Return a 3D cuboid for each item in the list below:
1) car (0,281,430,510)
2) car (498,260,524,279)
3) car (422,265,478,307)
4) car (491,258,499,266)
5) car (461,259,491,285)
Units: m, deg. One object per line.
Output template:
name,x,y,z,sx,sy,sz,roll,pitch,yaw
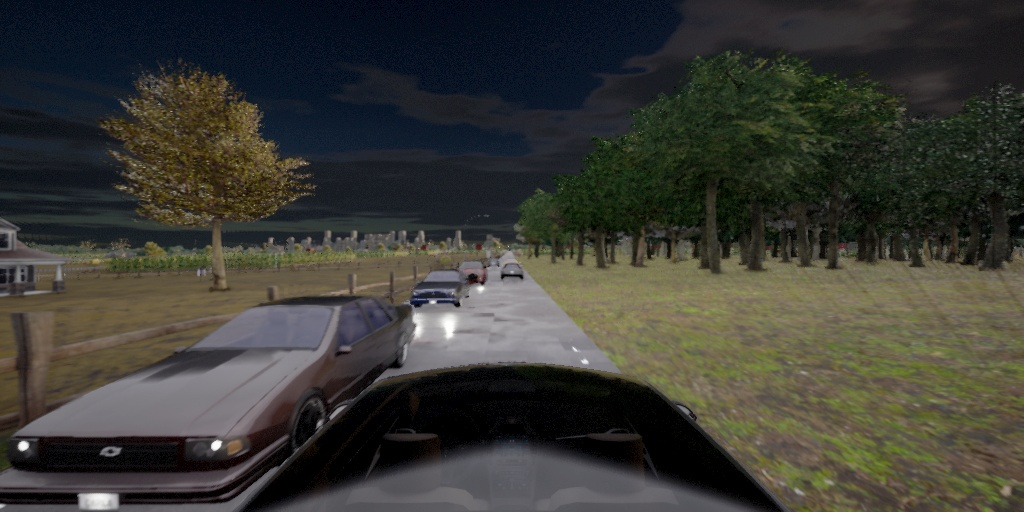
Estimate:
car,-2.852,1.302,5.132,2.033,1.411,5.357,0,0,0
car,0.010,1.292,31.866,1.994,1.385,4.181,0,0,0
car,-2.882,1.296,15.668,2.033,1.411,5.357,0,0,0
car,-2.964,1.114,59.799,2.128,1.511,4.902,0,0,0
car,-2.872,1.094,25.942,2.097,1.767,4.553,0,0,0
